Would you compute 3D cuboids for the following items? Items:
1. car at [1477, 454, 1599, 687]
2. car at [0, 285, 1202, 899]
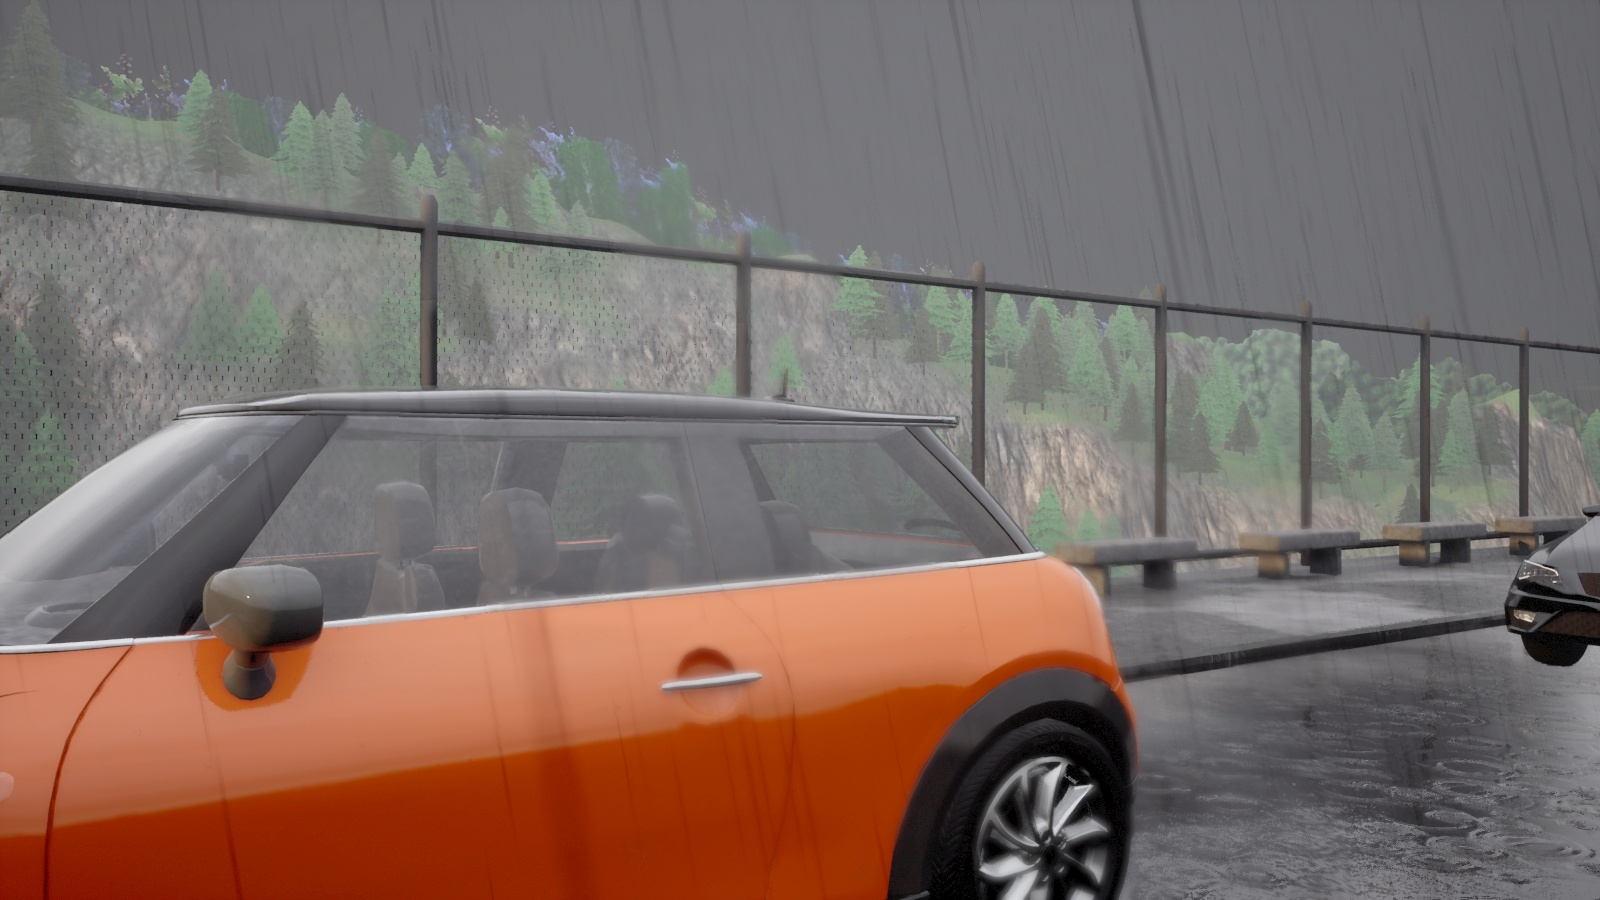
[{"bbox_3d":[6.878,0.766,9.058,4.193,1.474,1.816,0,0,-35],"label":"car"},{"bbox_3d":[-1.240,0.614,3.405,4.553,1.767,2.097,0,0,-35],"label":"car"}]
